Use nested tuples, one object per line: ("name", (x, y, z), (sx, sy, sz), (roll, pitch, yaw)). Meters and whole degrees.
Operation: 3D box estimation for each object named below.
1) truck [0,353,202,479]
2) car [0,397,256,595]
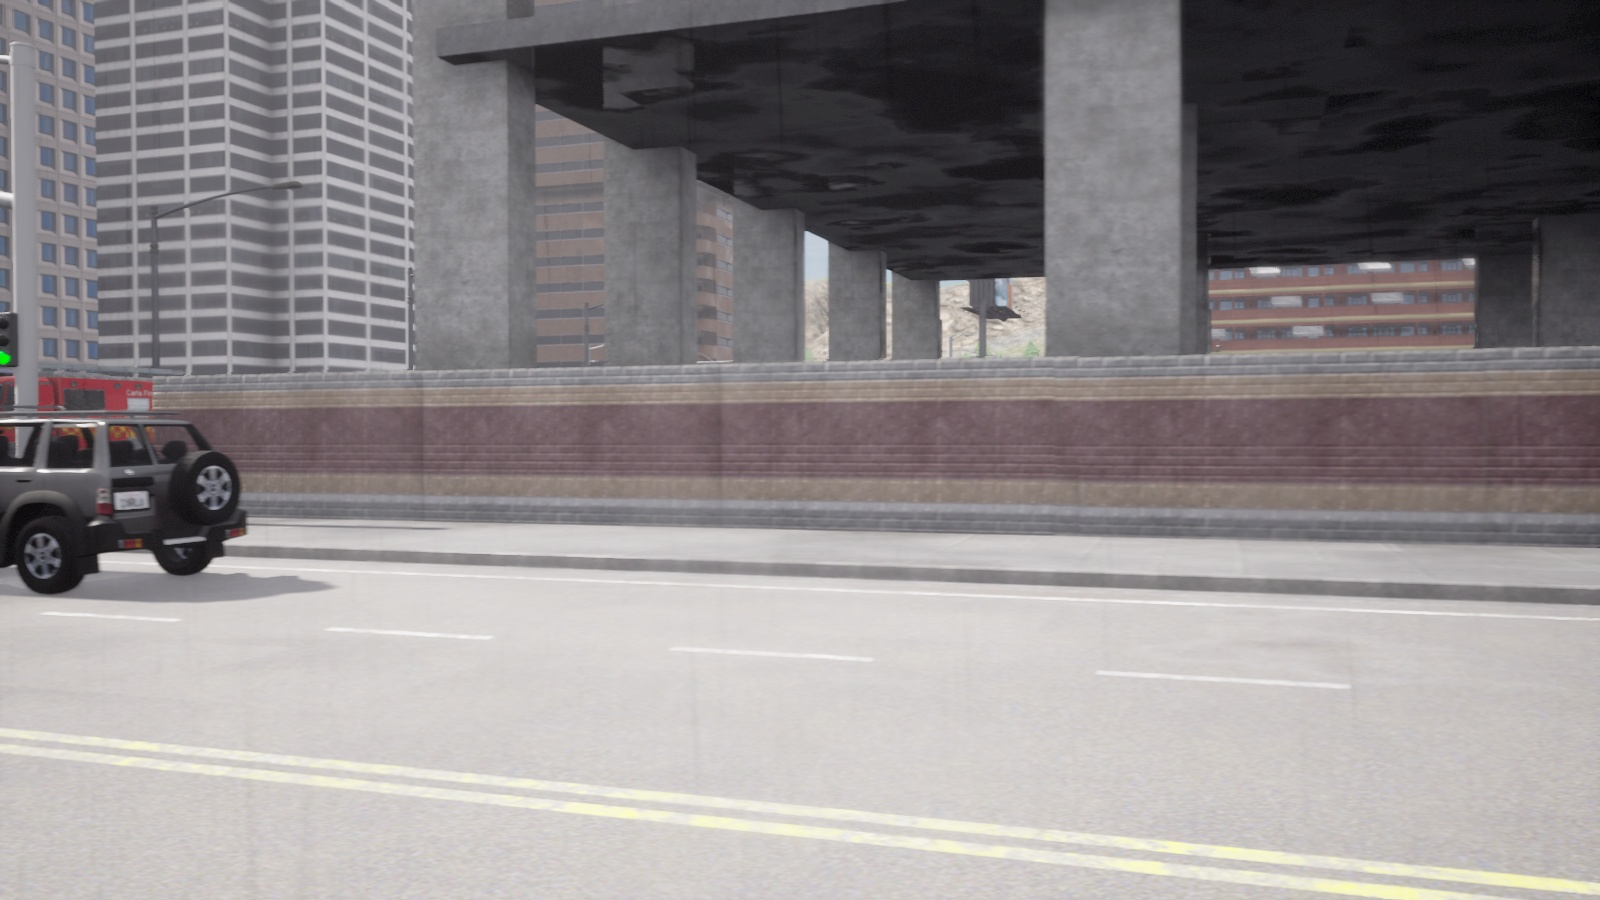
("truck", (-24.540, -1.107, 42.222), (2.891, 3.827, 8.468), (1, 1, 19))
("car", (-8.367, 0.397, 13.388), (4.605, 1.855, 1.932), (1, 1, 19))
